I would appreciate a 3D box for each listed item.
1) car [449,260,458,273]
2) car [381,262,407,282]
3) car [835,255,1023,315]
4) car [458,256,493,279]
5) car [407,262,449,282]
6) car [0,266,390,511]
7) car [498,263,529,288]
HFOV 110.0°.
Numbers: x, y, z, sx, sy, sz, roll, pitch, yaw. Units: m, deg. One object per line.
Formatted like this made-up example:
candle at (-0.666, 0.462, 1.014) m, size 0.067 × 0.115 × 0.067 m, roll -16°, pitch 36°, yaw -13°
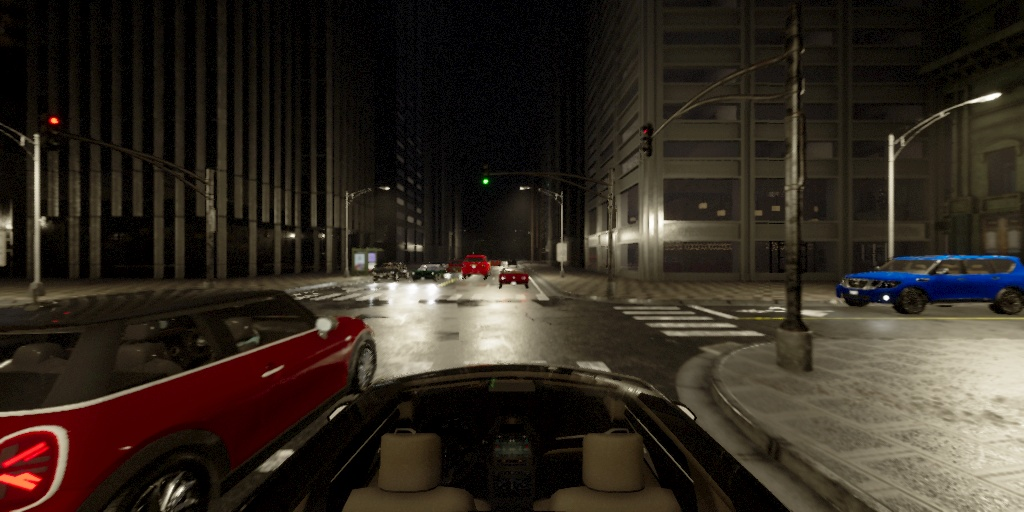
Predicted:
car at (-6.566, 1.246, 43.371) m, size 1.882 × 1.535 × 5.008 m, roll 0°, pitch 0°, yaw 0°
car at (-9.831, 1.267, 29.403) m, size 1.837 × 1.490 × 4.892 m, roll 0°, pitch 0°, yaw 0°
car at (15.279, 0.986, 13.128) m, size 5.566 × 2.045 × 2.150 m, roll 0°, pitch 0°, yaw 0°
car at (-3.140, 0.983, 32.295) m, size 2.150 × 2.045 × 5.566 m, roll 0°, pitch 0°, yaw 0°
car at (-6.584, 1.362, 28.693) m, size 1.895 × 1.301 × 4.718 m, roll 0°, pitch 0°, yaw 0°
car at (-3.150, 1.104, 3.789) m, size 2.097 × 1.767 × 4.553 m, roll 0°, pitch 0°, yaw 0°
car at (0.108, 1.360, 23.956) m, size 1.895 × 1.301 × 4.718 m, roll 0°, pitch 0°, yaw 0°
